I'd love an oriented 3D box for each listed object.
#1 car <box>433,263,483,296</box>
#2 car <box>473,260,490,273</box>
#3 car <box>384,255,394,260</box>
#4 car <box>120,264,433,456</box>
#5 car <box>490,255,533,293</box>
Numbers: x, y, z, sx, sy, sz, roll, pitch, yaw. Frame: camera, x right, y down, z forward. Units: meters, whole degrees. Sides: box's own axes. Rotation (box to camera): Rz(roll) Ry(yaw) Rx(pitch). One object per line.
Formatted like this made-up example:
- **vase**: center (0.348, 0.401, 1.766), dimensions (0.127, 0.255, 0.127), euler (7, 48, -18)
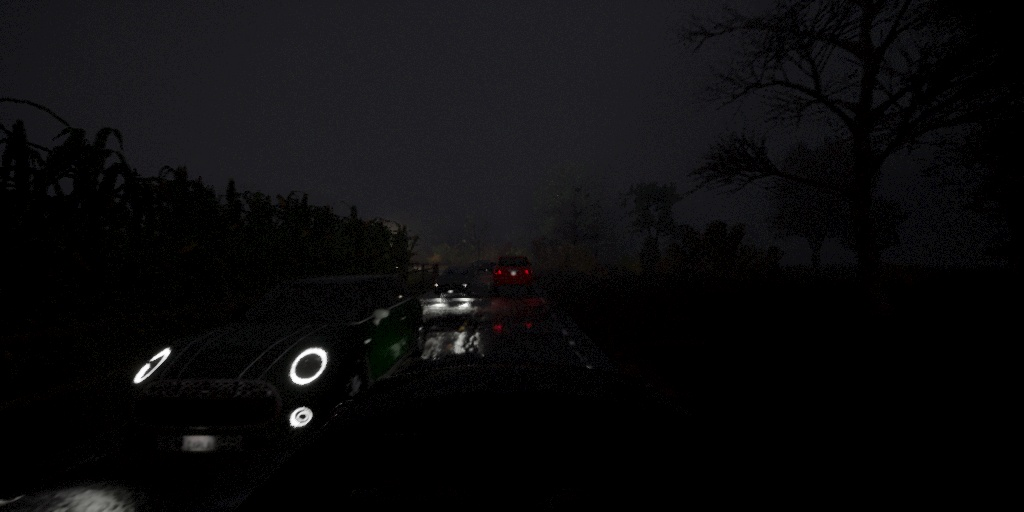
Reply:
- **car**: center (-2.920, 1.278, 19.490), dimensions (2.033, 1.411, 5.357), euler (0, 0, -1)
- **car**: center (-3.365, 1.162, 38.961), dimensions (1.837, 1.490, 4.892), euler (0, 0, -19)
- **car**: center (-20.542, 0.866, 59.652), dimensions (5.566, 2.045, 2.150), euler (0, 1, 41)
- **car**: center (-2.819, 1.100, 5.484), dimensions (2.097, 1.767, 4.553), euler (0, 0, 0)
- **car**: center (-0.029, 0.952, 20.943), dimensions (2.150, 2.045, 5.566), euler (0, 0, -2)
